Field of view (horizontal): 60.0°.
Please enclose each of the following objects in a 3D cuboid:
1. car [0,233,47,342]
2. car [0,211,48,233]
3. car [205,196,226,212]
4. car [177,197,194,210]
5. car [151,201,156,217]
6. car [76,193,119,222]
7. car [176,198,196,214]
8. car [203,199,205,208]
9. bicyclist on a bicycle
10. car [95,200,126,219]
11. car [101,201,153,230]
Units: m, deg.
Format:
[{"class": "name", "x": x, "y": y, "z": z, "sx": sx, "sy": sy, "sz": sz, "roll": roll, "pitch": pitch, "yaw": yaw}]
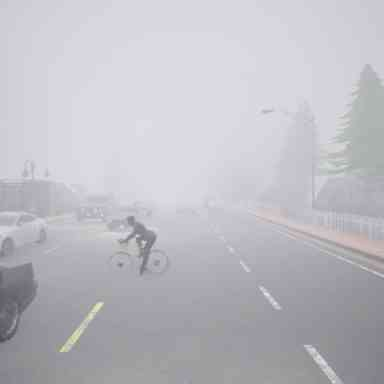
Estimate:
[{"class": "car", "x": -3.634, "y": 1.547, "z": 3.701, "sx": 2.033, "sy": 1.411, "sz": 5.357, "roll": 0, "pitch": 0, "yaw": -1}, {"class": "car", "x": -7.315, "y": 1.526, "z": 13.118, "sx": 1.812, "sy": 1.442, "sz": 4.674, "roll": 0, "pitch": 0, "yaw": -1}, {"class": "car", "x": 2.842, "y": 1.526, "z": 39.390, "sx": 1.812, "sy": 1.442, "sz": 4.674, "roll": 0, "pitch": 0, "yaw": -1}, {"class": "car", "x": -0.833, "y": 1.491, "z": 44.769, "sx": 2.128, "sy": 1.511, "sz": 4.902, "roll": 0, "pitch": 0, "yaw": -1}, {"class": "car", "x": -3.990, "y": 1.401, "z": 26.863, "sx": 1.895, "sy": 1.301, "sz": 4.718, "roll": 0, "pitch": 0, "yaw": -1}, {"class": "car", "x": -7.487, "y": 1.168, "z": 26.644, "sx": 2.150, "sy": 2.045, "sz": 5.566, "roll": 0, "pitch": 2, "yaw": -1}, {"class": "car", "x": -0.599, "y": 1.526, "z": 35.514, "sx": 1.812, "sy": 1.442, "sz": 4.674, "roll": 0, "pitch": 0, "yaw": -1}, {"class": "car", "x": 2.639, "y": 1.352, "z": 48.370, "sx": 2.097, "sy": 1.767, "sz": 4.553, "roll": 0, "pitch": 0, "yaw": 0}, {"class": "bicyclist on a bicycle", "x": -1.455, "y": 1.455, "z": 8.940, "sx": 1.656, "sy": 1.620, "sz": 0.582, "roll": -2, "pitch": 0, "yaw": -1}, {"class": "car", "x": -7.640, "y": 1.554, "z": 31.486, "sx": 1.812, "sy": 1.442, "sz": 4.674, "roll": 0, "pitch": 2, "yaw": -1}, {"class": "car", "x": -3.972, "y": 1.548, "z": 21.177, "sx": 2.033, "sy": 1.411, "sz": 5.357, "roll": 0, "pitch": 0, "yaw": -1}]
